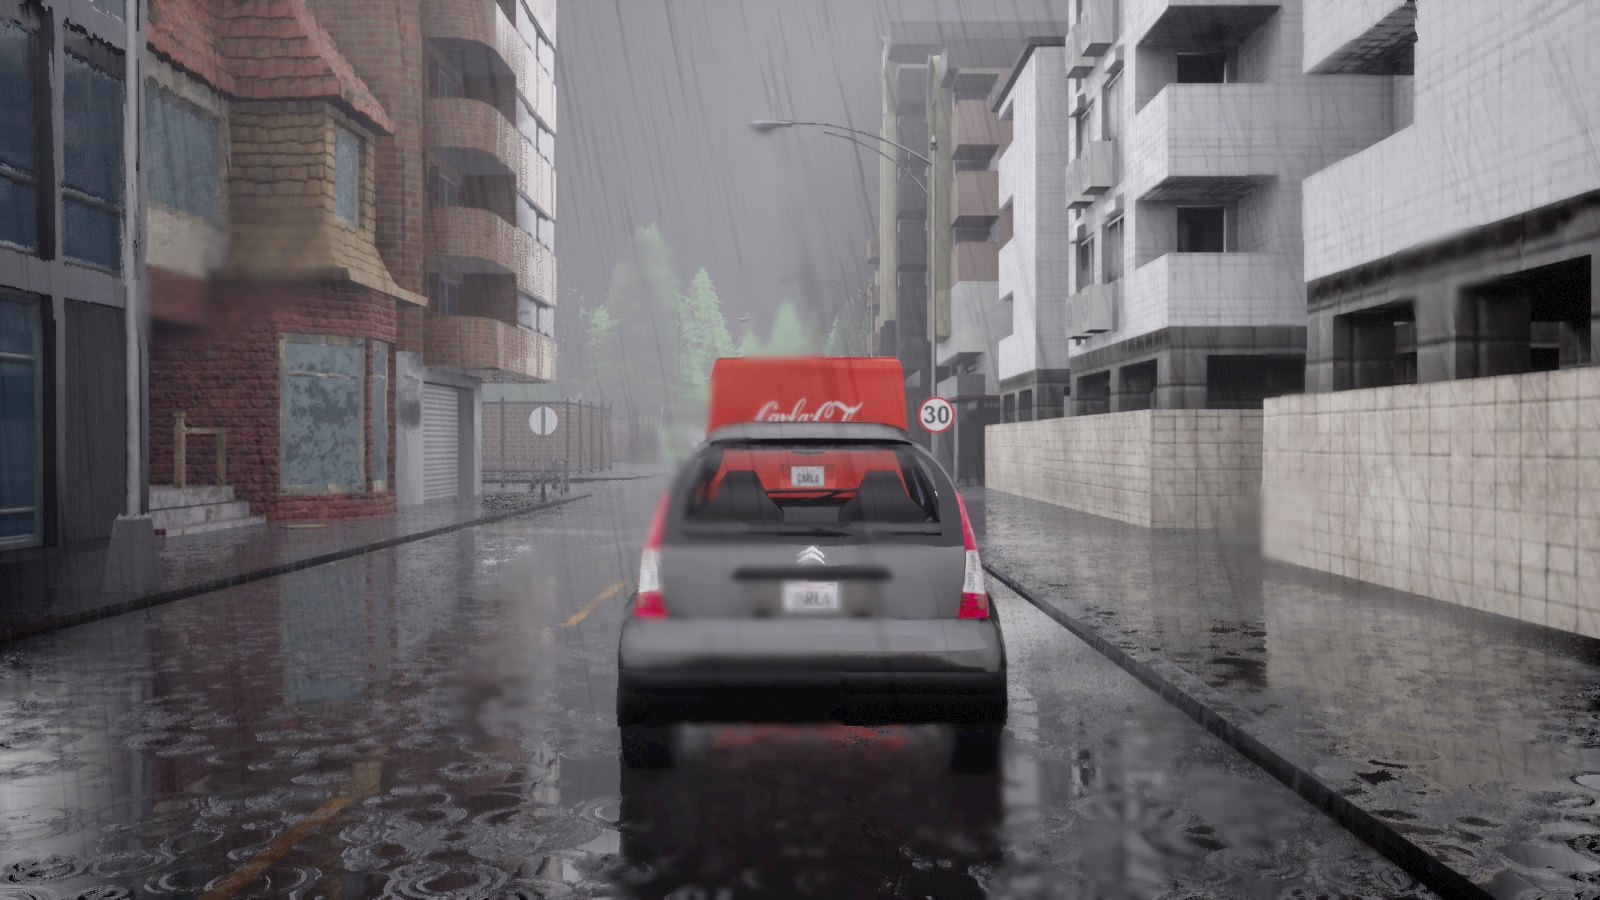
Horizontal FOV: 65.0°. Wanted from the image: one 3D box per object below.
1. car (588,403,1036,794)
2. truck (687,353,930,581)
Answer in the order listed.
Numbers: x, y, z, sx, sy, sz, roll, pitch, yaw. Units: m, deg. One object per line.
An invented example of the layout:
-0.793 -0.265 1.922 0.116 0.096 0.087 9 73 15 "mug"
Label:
0.056 0.603 7.193 1.851 1.617 3.988 0 0 0 "car"
0.104 0.167 16.174 2.627 2.467 5.204 0 0 0 "truck"
